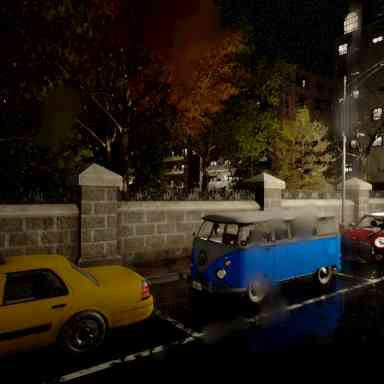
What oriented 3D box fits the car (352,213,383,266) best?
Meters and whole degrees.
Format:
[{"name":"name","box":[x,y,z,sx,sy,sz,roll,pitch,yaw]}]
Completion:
[{"name":"car","box":[6.374,1.442,11.103,4.097,1.590,1.967,0,1,-36]}]

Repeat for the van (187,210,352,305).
[{"name":"van","box":[1.806,1.343,7.840,3.998,1.788,1.690,0,1,-36]}]

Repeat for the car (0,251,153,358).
[{"name":"car","box":[-2.901,1.525,4.481,4.829,1.417,1.752,0,1,-36]}]
